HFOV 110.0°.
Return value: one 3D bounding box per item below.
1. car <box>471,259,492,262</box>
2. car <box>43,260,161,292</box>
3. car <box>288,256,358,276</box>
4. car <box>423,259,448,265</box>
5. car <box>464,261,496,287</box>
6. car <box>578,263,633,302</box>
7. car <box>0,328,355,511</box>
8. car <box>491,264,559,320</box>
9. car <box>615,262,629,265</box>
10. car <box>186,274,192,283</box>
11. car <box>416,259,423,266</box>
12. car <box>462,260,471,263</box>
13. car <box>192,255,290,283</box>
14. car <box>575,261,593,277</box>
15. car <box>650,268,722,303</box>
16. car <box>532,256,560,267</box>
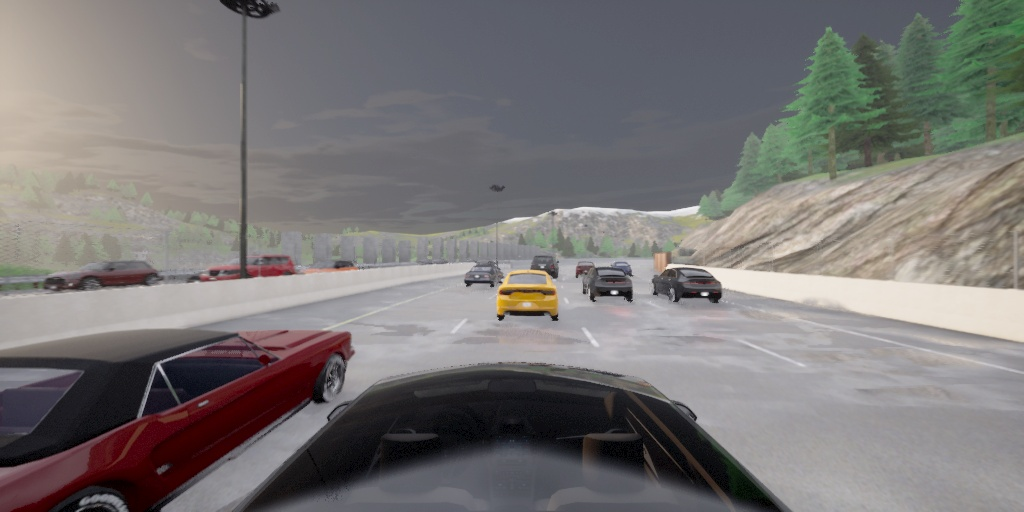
[{"bbox_3d":[-4.572,1.244,59.252,1.837,1.490,4.892,0,0,18],"label":"car"},{"bbox_3d":[-23.471,1.045,20.762,2.097,1.767,4.553,0,0,6],"label":"car"},{"bbox_3d":[-12.483,1.073,24.454,2.097,1.767,4.553,0,0,8],"label":"car"},{"bbox_3d":[-12.110,1.229,58.665,1.837,1.490,4.892,0,0,18],"label":"car"},{"bbox_3d":[-1.784,1.294,24.201,2.033,1.411,5.357,0,0,8],"label":"car"},{"bbox_3d":[4.485,1.267,17.327,1.837,1.490,4.892,0,0,5],"label":"car"},{"bbox_3d":[-3.339,1.343,3.366,1.895,1.301,4.718,0,0,1],"label":"car"},{"bbox_3d":[0.579,1.230,12.668,1.882,1.535,5.008,0,0,4],"label":"car"},{"bbox_3d":[11.174,1.305,36.772,1.812,1.442,4.674,0,0,13],"label":"car"},{"bbox_3d":[-19.486,1.251,25.184,2.033,1.411,5.357,0,0,7],"label":"car"},{"bbox_3d":[-14.698,1.210,61.841,2.128,1.511,4.902,0,0,19],"label":"car"},{"bbox_3d":[-7.292,1.299,61.936,1.994,1.385,4.181,0,0,19],"label":"car"},{"bbox_3d":[-16.262,0.934,22.596,2.150,2.045,5.566,0,0,7],"label":"car"},{"bbox_3d":[7.263,1.248,35.269,1.882,1.535,5.008,0,0,12],"label":"car"},{"bbox_3d":[7.949,1.275,16.785,1.837,1.490,4.892,0,0,5],"label":"car"},{"bbox_3d":[2.912,0.980,31.382,2.150,2.045,5.566,0,0,10],"label":"car"}]
